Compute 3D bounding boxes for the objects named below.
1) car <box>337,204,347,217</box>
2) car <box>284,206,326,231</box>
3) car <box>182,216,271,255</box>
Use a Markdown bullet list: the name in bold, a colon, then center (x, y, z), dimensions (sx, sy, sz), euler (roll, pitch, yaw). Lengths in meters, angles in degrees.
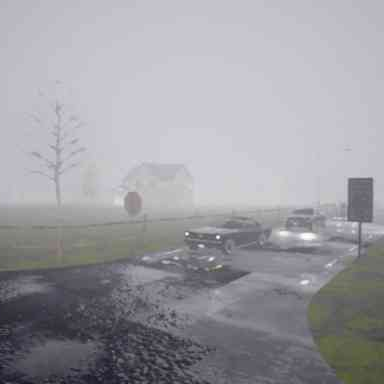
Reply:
- **car**: center (17.249, 2.016, 36.317), dimensions (1.812, 1.442, 4.674), euler (1, 0, 36)
- **car**: center (8.006, 1.800, 23.289), dimensions (1.837, 1.490, 4.892), euler (1, 0, 35)
- **car**: center (1.642, 1.759, 14.349), dimensions (1.895, 1.301, 4.718), euler (1, 0, 37)
